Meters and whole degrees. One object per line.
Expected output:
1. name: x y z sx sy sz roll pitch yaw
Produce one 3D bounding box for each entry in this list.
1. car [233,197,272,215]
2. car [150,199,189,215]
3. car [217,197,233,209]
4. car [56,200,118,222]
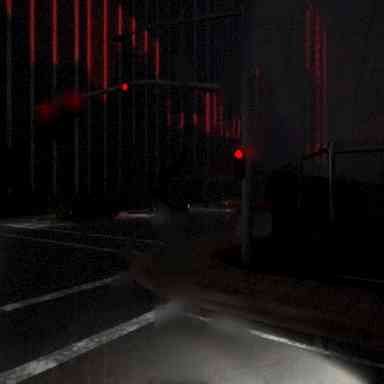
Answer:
1. car: 6.390 1.296 33.611 2.097 1.767 4.553 0 0 36
2. car: -2.198 1.449 33.967 1.837 1.490 4.892 0 0 36
3. car: 5.152 1.422 44.243 1.882 1.535 5.008 0 0 36
4. car: -8.008 1.422 25.830 1.882 1.535 5.008 0 0 36
